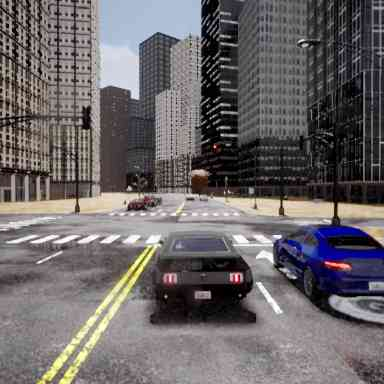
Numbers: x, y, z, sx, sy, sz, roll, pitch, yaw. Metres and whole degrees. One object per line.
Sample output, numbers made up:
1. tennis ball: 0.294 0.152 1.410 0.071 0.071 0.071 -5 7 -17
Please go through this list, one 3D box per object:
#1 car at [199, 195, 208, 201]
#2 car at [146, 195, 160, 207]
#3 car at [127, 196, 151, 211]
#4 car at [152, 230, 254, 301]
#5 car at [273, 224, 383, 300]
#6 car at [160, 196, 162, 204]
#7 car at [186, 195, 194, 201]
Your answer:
1. car: 2.771 1.382 80.574 1.812 1.442 4.674 0 0 -4
2. car: -6.551 1.290 50.610 2.097 1.767 4.553 0 0 0
3. car: -6.561 1.523 40.362 1.994 1.385 4.181 0 0 0
4. car: 0.106 1.596 8.302 1.895 1.301 4.718 0 0 -3
5. car: 3.349 1.521 8.272 1.812 1.442 4.674 0 0 1
6. car: -6.541 1.404 61.206 2.128 1.511 4.902 0 0 0
7. car: -0.477 1.454 80.459 1.895 1.301 4.718 0 0 -4
